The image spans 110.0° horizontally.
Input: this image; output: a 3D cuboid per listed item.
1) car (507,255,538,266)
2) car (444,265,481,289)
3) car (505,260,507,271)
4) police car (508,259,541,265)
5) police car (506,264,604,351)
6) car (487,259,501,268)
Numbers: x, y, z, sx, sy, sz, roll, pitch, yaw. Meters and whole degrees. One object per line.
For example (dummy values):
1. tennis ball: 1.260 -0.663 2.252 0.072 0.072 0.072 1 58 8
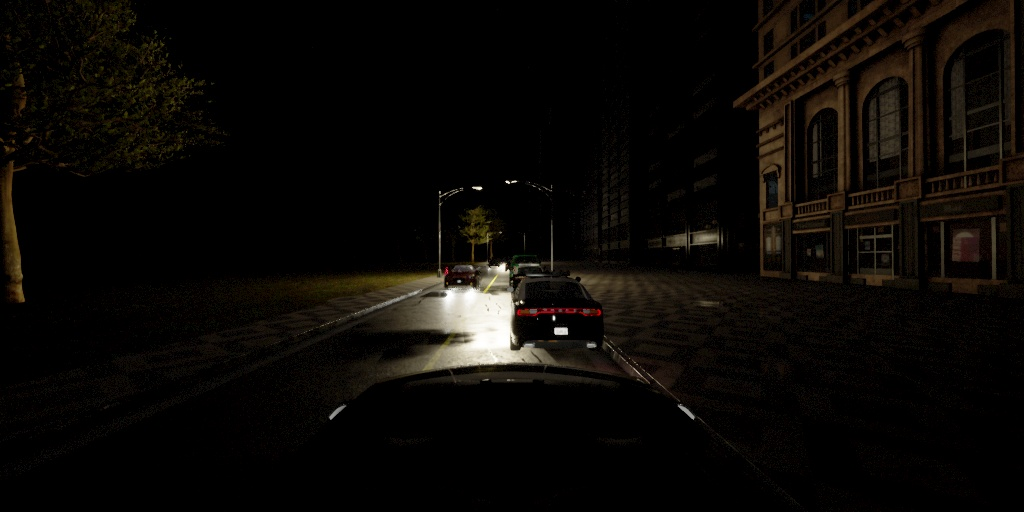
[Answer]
1. car: 0.897 0.963 25.076 2.150 2.045 5.566 0 0 0
2. car: -3.099 1.305 23.066 1.994 1.385 4.181 0 0 0
3. car: 0.021 1.253 46.607 2.033 1.411 5.357 0 0 1
4. police car: 0.899 1.170 19.156 1.930 1.638 5.238 0 0 0
5. police car: 0.900 1.175 9.155 1.930 1.638 5.238 0 0 0
6. car: -3.002 1.182 60.191 1.837 1.490 4.892 0 0 0
